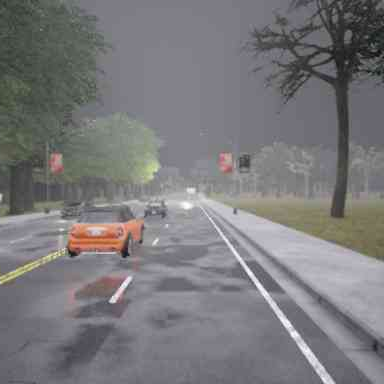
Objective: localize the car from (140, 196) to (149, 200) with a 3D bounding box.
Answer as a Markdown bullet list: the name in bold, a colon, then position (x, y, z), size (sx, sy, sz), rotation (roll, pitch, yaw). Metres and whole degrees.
- **car**: position (-10.024, 1.645, 71.262), size (2.033, 1.411, 5.357), rotation (0, 0, 0)

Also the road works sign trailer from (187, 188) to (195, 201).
- **road works sign trailer**: position (-0.243, 0.616, 94.261), size (2.380, 3.560, 2.880), rotation (0, 0, 0)

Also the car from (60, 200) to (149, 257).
- **car**: position (-3.174, 1.367, 13.156), size (2.097, 1.767, 4.553), rotation (0, 0, 0)

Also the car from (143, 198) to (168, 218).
- **car**: position (-3.244, 1.563, 30.502), size (1.812, 1.442, 4.674), rotation (0, 0, 0)

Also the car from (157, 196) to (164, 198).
- **car**: position (-6.774, 1.631, 71.262), size (2.128, 1.511, 4.902), rotation (0, 0, 0)

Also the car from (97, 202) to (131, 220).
- **car**: position (-6.681, 1.599, 29.070), size (1.994, 1.385, 4.181), rotation (0, 0, 0)

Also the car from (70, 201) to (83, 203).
- **car**: position (-9.932, 1.540, 29.209), size (1.837, 1.490, 4.892), rotation (0, 0, 0)
